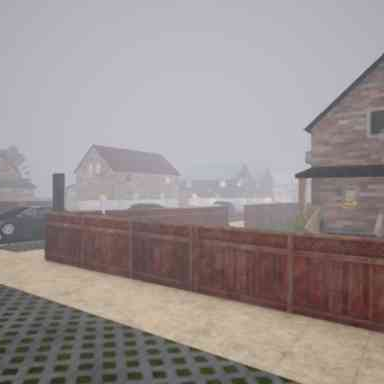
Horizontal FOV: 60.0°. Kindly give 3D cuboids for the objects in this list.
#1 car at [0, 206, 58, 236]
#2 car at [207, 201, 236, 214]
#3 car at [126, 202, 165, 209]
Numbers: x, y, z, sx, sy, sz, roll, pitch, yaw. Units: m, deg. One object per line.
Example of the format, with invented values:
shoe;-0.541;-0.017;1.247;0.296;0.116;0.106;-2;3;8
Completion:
car;-9.477;1.576;19.201;1.837;1.490;4.892;0;0;35
car;3.209;1.733;37.054;1.812;1.442;4.674;0;0;36
car;-4.028;1.632;26.871;1.837;1.490;4.892;0;0;36
